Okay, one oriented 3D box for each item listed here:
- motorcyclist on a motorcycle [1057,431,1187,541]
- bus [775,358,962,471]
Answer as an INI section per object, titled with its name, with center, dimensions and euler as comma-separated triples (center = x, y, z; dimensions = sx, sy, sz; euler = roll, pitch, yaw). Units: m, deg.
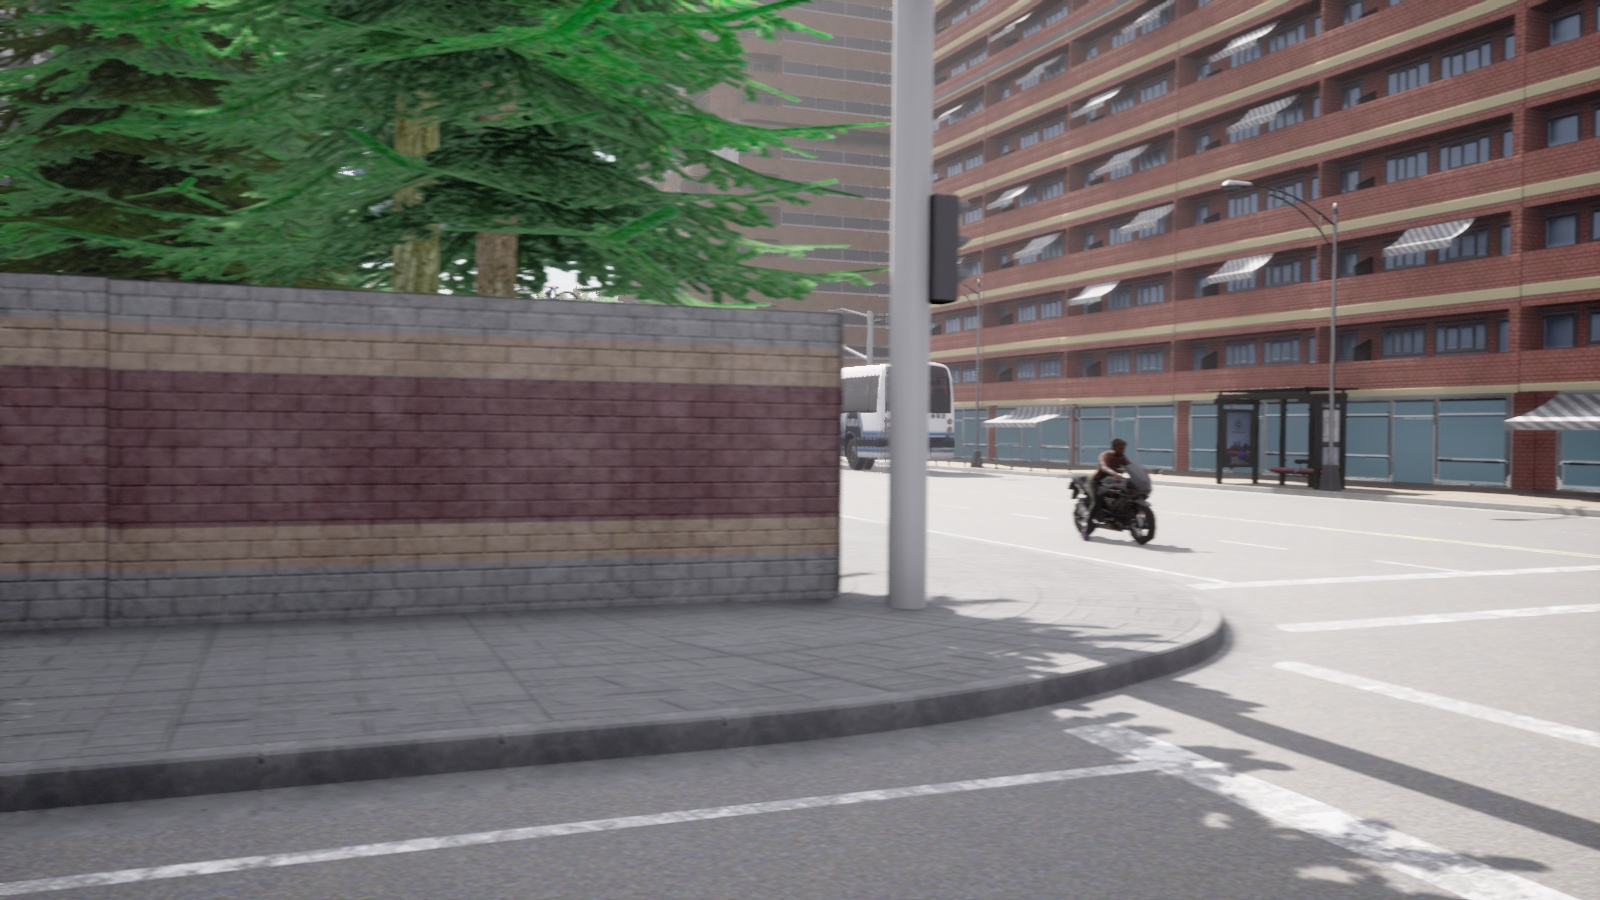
[motorcyclist on a motorcycle]
center = 4.690, 0.484, 18.427
dimensions = 0.797, 1.523, 2.044
euler = -1, 1, -21
[bus]
center = 2.574, -1.413, 52.744
dimensions = 3.944, 4.253, 10.273
euler = -1, 1, -21
